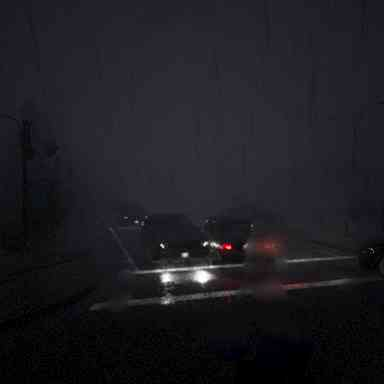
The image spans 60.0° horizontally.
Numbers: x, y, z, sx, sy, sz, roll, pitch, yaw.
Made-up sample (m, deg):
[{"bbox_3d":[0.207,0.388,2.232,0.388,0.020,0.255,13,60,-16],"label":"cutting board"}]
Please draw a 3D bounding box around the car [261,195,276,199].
[{"bbox_3d":[10.231,1.277,47.183,2.152,1.636,5.027,0,0,-17],"label":"car"}]

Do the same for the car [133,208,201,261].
[{"bbox_3d":[-0.882,1.540,12.753,2.033,1.411,5.357,0,0,-15],"label":"car"}]

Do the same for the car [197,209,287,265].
[{"bbox_3d":[1.435,1.542,11.618,2.033,1.411,5.357,0,0,-2],"label":"car"}]

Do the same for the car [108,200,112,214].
[{"bbox_3d":[-7.729,1.510,34.591,2.033,1.411,5.357,0,0,-17],"label":"car"}]

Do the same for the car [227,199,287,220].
[{"bbox_3d":[3.096,1.468,18.803,5.357,1.411,2.033,-4,3,-39],"label":"car"}]

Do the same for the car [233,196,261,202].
[{"bbox_3d":[7.246,1.287,46.218,2.007,1.523,4.514,0,0,-17],"label":"car"}]

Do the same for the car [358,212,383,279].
[{"bbox_3d":[6.786,1.475,8.007,5.008,1.535,1.882,0,0,36],"label":"car"}]

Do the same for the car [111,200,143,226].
[{"bbox_3d":[-4.332,1.524,23.767,2.033,1.411,5.357,0,0,-18],"label":"car"}]

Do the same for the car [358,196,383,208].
[{"bbox_3d":[23.800,1.273,43.299,1.845,1.501,3.633,0,0,-17],"label":"car"}]

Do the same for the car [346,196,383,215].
[{"bbox_3d":[15.535,1.355,29.286,1.970,1.475,3.806,0,0,-17],"label":"car"}]
